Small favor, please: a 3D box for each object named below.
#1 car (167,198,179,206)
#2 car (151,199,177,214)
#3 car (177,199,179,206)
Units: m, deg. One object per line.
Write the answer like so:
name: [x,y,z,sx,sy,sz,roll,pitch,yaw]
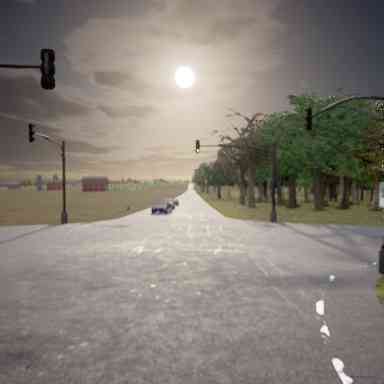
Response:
car: [-3.462,1.917,62.539,1.895,1.301,4.718,0,0,1]
car: [-3.514,1.804,39.461,2.033,1.411,5.357,0,0,5]
car: [-3.528,1.784,49.591,2.128,1.511,4.902,0,0,0]
